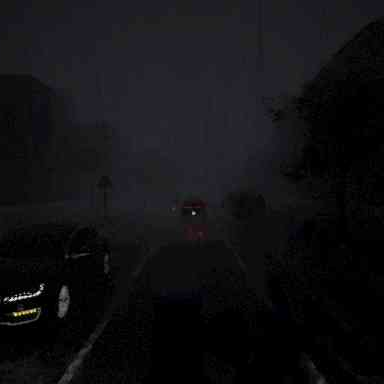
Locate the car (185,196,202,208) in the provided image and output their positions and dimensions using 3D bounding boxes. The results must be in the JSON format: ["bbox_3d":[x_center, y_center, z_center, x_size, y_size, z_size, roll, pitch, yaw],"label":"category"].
[{"bbox_3d":[0.145,1.193,41.544,2.033,1.411,5.357,0,0,0],"label":"car"}]

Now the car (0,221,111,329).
[{"bbox_3d":[-3.091,1.453,7.145,1.837,1.490,4.892,0,0,0],"label":"car"}]

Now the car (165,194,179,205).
[{"bbox_3d":[-3.018,1.085,50.205,2.128,1.511,4.902,0,0,0],"label":"car"}]

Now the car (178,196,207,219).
[{"bbox_3d":[0.124,1.273,26.194,1.837,1.490,4.892,0,0,0],"label":"car"}]
